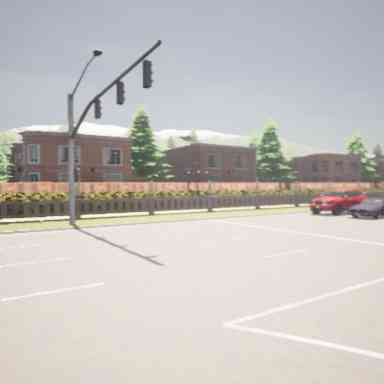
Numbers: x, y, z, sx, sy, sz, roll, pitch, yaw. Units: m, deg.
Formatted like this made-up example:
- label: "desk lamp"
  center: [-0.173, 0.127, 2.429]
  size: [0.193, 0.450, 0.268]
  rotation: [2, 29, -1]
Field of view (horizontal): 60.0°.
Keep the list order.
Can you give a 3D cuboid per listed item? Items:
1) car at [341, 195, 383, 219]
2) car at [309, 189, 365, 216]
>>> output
- label: "car"
  center: [13.572, 1.135, 24.223]
  size: [5.357, 1.411, 2.033]
  rotation: [-1, 1, -32]
- label: "car"
  center: [12.142, 0.789, 27.457]
  size: [5.566, 2.045, 2.150]
  rotation: [-1, 1, -32]
